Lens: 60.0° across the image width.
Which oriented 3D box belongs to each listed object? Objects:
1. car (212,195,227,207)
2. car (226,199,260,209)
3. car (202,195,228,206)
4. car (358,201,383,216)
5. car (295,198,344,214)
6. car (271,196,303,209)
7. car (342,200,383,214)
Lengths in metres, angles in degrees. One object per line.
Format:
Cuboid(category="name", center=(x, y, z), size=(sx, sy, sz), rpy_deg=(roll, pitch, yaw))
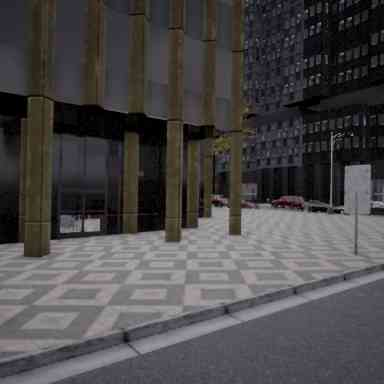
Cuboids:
Cuboid(category="car", center=(3.623, 1.311, 47.323), size=(2.192, 1.841, 5.009), rpy_deg=(1, -1, -35))
Cuboid(category="car", center=(6.808, 1.570, 42.823), size=(1.802, 1.307, 4.206), rpy_deg=(1, -1, -35))
Cuboid(category="car", center=(4.194, 1.511, 61.253), size=(2.192, 1.841, 5.009), rpy_deg=(1, -1, -35))
Cuboid(category="car", center=(16.376, 1.517, 29.332), size=(2.008, 1.369, 4.403), rpy_deg=(1, -1, -35))
Cuboid(category="car", center=(13.187, 1.539, 33.829), size=(1.947, 1.339, 4.313), rpy_deg=(1, -1, -35))
Cuboid(category="car", center=(13.760, 1.487, 47.763), size=(2.192, 1.841, 5.009), rpy_deg=(1, -1, -35))
Cuboid(category="car", center=(20.134, 1.708, 38.767), size=(2.008, 1.369, 4.403), rpy_deg=(1, -1, -35))
